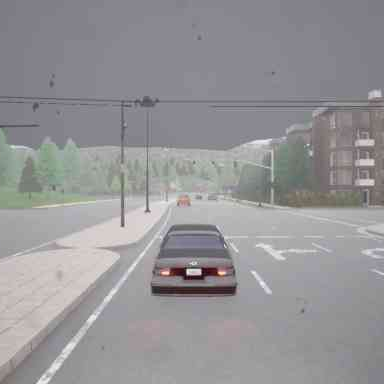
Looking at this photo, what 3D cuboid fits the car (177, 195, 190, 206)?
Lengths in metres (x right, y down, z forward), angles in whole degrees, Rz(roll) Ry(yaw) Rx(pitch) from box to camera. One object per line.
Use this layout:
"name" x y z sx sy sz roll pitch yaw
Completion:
"car" -1.358 1.352 54.503 2.097 1.767 4.553 0 0 -1

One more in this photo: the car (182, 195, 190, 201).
"car" -1.522 1.523 85.328 1.812 1.442 4.674 0 0 0

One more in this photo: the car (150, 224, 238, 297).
"car" 0.042 1.547 8.758 2.033 1.411 5.357 0 0 0

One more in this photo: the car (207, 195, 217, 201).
"car" 5.478 1.539 85.374 2.033 1.411 5.357 0 0 0

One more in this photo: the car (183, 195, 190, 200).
"car" -1.546 1.571 95.643 1.895 1.301 4.718 0 0 0
